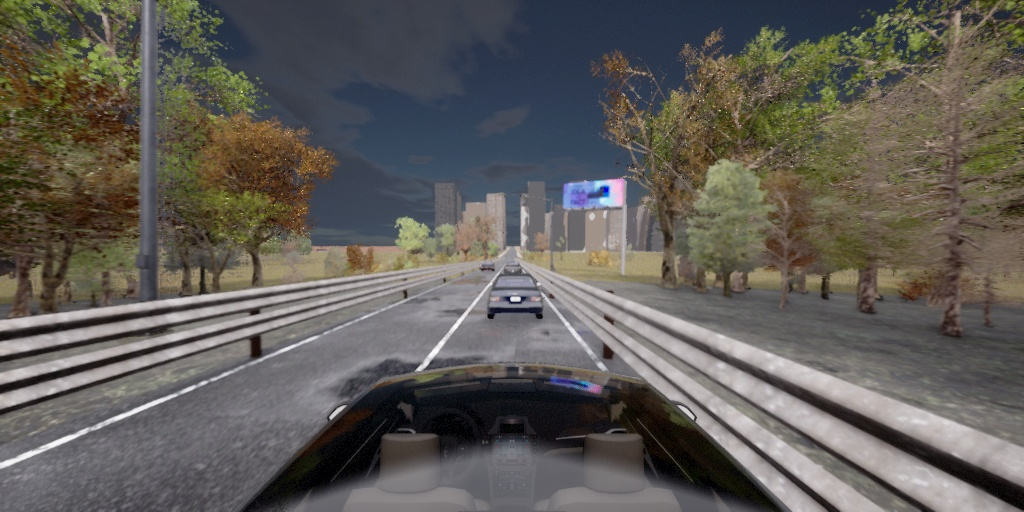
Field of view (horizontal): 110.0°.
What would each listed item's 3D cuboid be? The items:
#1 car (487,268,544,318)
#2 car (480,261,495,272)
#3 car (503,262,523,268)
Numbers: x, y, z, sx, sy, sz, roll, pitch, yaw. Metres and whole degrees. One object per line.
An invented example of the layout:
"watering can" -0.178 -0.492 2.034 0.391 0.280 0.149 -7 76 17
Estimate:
"car" 0.105 1.326 13.104 2.033 1.411 5.357 0 0 0
"car" -3.258 1.418 49.478 2.033 1.411 5.357 0 0 0
"car" 0.104 1.331 37.466 2.128 1.511 4.902 0 0 0
